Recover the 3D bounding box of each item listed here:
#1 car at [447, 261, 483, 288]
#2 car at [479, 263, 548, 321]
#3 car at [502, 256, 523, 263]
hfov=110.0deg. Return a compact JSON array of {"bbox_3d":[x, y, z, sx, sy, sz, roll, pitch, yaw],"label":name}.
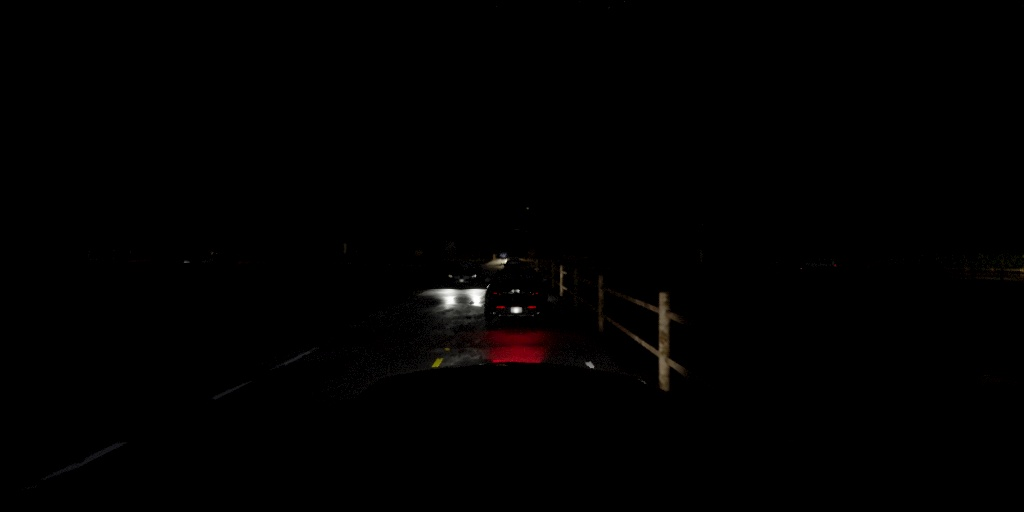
[{"bbox_3d":[-2.758,1.067,22.074,1.812,1.442,4.674,0,1,0],"label":"car"},{"bbox_3d":[0.127,1.154,12.013,1.837,1.490,4.892,0,1,0],"label":"car"},{"bbox_3d":[0.205,0.990,29.022,1.812,1.442,4.674,0,0,0],"label":"car"}]
